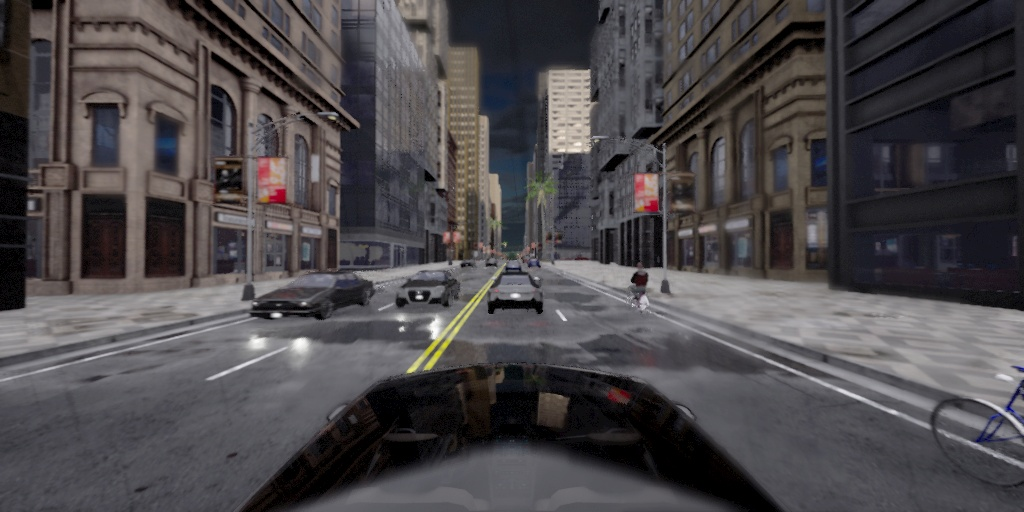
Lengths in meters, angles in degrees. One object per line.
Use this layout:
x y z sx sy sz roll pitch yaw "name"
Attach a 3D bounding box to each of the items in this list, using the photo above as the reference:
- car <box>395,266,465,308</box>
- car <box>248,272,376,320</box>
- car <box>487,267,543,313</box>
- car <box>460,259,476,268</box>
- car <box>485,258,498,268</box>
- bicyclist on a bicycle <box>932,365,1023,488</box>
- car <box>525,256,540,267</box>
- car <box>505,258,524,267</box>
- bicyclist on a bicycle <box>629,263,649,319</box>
-3.334 1.283 14.874 1.994 1.385 4.181 0 0 0 "car"
-6.587 1.268 12.695 2.033 1.411 5.357 0 0 0 "car"
0.114 1.289 13.960 1.994 1.385 4.181 0 0 0 "car"
-6.493 1.149 53.485 1.895 1.301 4.718 0 0 1 "car"
-3.221 1.043 56.574 1.837 1.490 4.892 0 1 1 "car"
4.144 1.124 2.635 0.659 1.776 1.843 0 0 0 "bicyclist on a bicycle"
3.430 1.071 57.065 1.812 1.442 4.674 0 0 0 "car"
0.160 1.160 44.416 1.994 1.385 4.181 0 0 0 "car"
4.157 1.105 11.859 0.659 1.776 1.843 0 0 0 "bicyclist on a bicycle"
